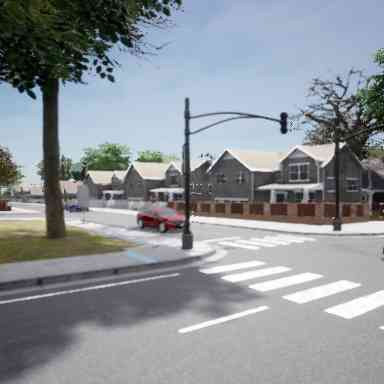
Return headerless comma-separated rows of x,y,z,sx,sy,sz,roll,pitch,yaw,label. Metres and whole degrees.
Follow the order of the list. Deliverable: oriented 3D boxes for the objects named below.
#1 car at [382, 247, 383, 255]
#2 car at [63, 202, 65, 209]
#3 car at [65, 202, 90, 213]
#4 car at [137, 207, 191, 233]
7.610,1.682,9.937,1.994,1.385,4.181,1,0,2,car
-22.124,2.360,56.155,1.895,1.301,4.718,0,-1,-35,car
-16.212,2.110,47.803,1.882,1.535,5.008,0,0,-35,car
-2.021,1.805,22.613,1.882,1.535,5.008,0,0,-35,car
